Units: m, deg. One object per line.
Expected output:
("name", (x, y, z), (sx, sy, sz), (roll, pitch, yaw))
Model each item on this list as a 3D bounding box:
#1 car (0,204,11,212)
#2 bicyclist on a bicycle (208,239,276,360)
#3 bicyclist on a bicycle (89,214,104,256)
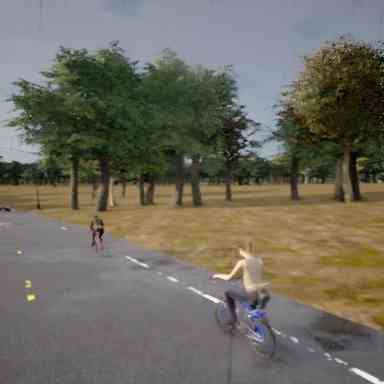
("car", (-31.526, 2.627, 55.354), (1.895, 1.301, 4.718), (0, -1, -35))
("bicyclist on a bicycle", (0.750, 1.517, 5.047), (0.866, 1.612, 1.509), (0, -1, -28))
("bicyclist on a bicycle", (-3.815, 1.701, 13.345), (0.582, 1.620, 1.656), (0, -1, -29))
